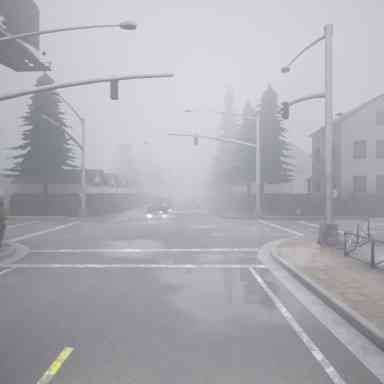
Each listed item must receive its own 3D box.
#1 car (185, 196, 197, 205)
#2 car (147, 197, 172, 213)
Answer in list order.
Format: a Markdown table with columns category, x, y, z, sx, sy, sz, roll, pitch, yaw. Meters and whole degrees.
| category | x | y | z | sx | sy | sz | roll | pitch | yaw |
| --- | --- | --- | --- | --- | --- | --- | --- | --- | --- |
| car | -0.140 | 1.491 | 59.194 | 2.128 | 1.511 | 4.902 | 0 | 0 | 0 |
| car | -3.686 | 1.352 | 36.990 | 2.097 | 1.767 | 4.553 | 0 | 0 | 0 |
